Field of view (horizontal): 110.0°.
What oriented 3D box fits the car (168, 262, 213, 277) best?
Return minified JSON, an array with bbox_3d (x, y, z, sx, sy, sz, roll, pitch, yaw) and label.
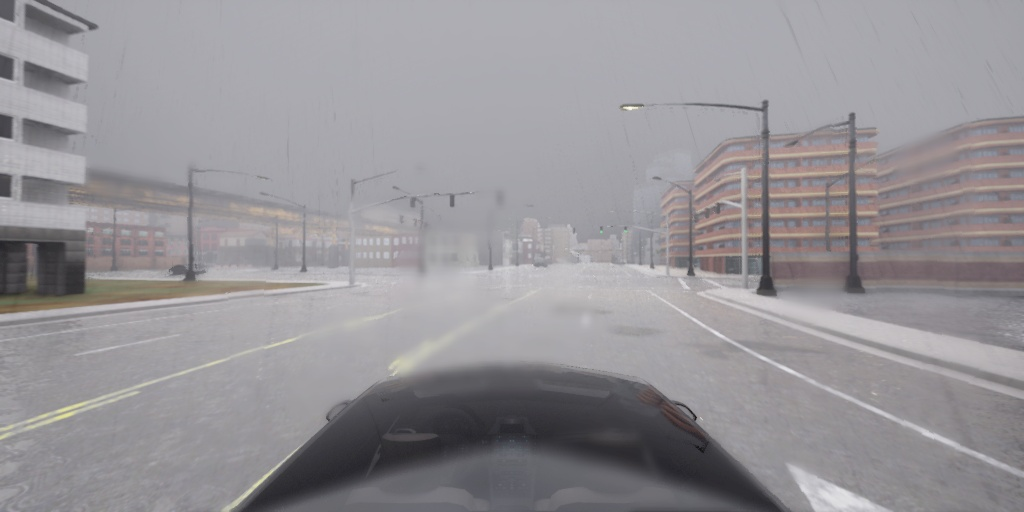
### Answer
[{"bbox_3d":[-39.047,1.731,43.177,4.892,1.490,1.837,0,0,18],"label":"car"}]
